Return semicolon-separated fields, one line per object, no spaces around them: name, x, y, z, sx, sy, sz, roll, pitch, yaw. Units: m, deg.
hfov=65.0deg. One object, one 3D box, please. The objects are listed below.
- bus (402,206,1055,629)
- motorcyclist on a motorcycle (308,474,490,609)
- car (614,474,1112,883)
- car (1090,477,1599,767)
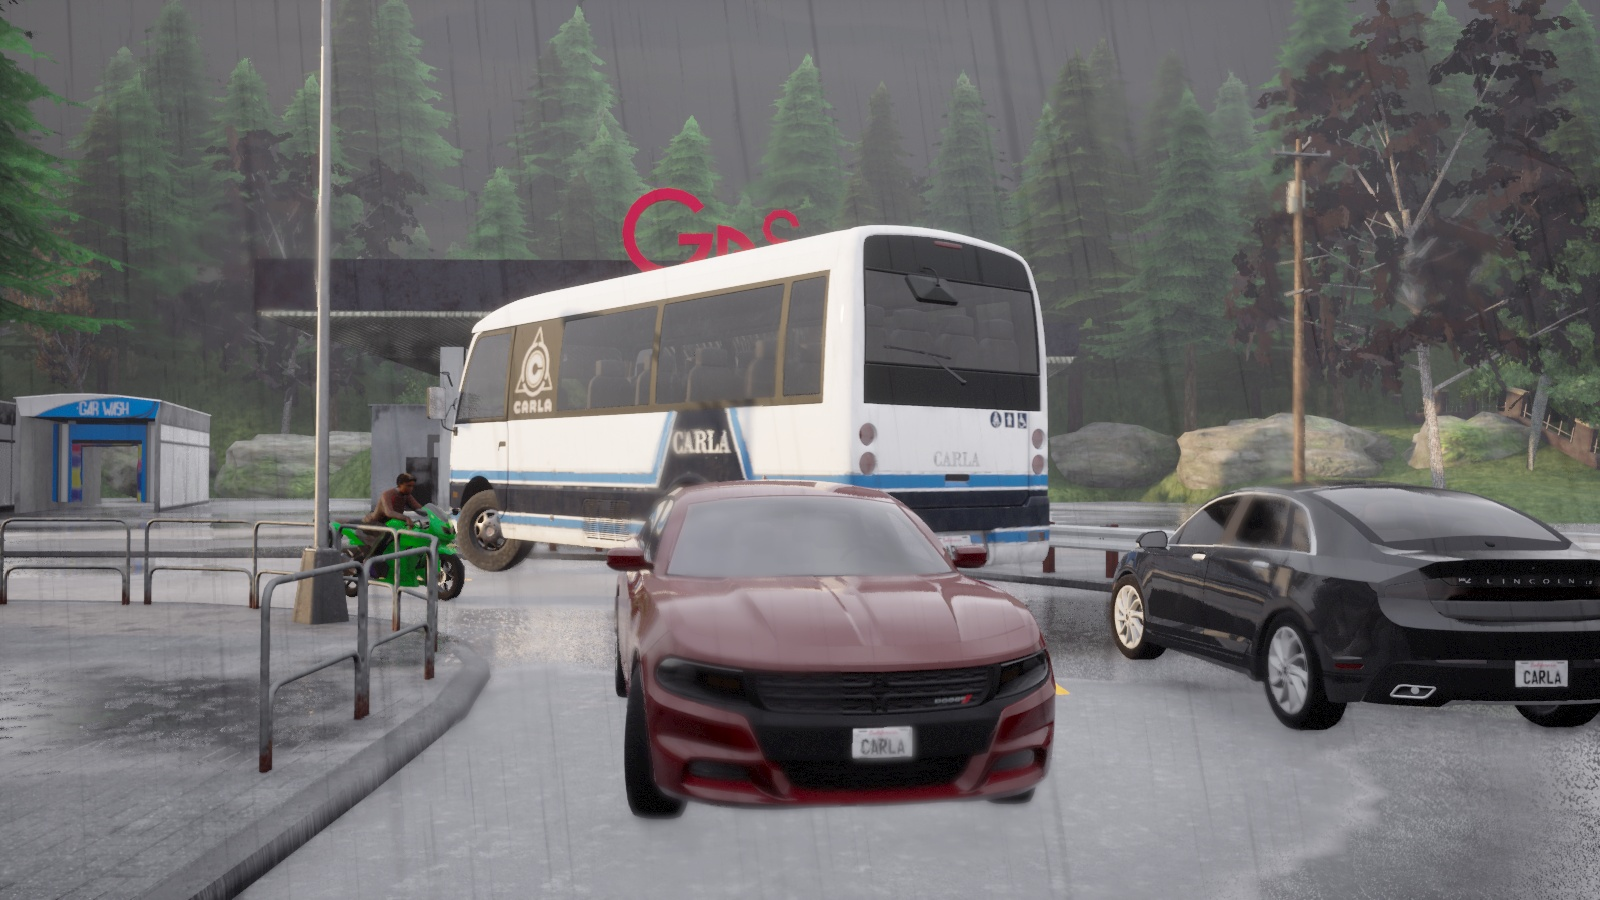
bus;-1.727;-0.259;17.831;3.944;4.253;10.273;0;-1;-39
motorcyclist on a motorcycle;-4.786;1.069;14.977;2.044;1.523;0.797;-1;-2;23
car;-0.090;0.917;7.413;1.882;1.535;5.008;0;-1;-10
car;3.770;0.958;9.116;1.837;1.490;4.892;0;-1;-5
